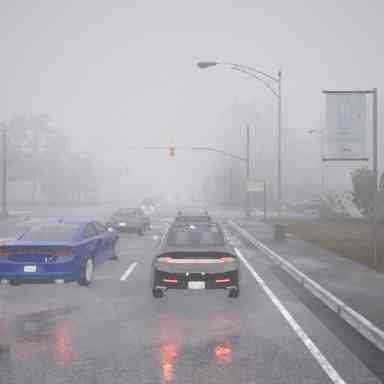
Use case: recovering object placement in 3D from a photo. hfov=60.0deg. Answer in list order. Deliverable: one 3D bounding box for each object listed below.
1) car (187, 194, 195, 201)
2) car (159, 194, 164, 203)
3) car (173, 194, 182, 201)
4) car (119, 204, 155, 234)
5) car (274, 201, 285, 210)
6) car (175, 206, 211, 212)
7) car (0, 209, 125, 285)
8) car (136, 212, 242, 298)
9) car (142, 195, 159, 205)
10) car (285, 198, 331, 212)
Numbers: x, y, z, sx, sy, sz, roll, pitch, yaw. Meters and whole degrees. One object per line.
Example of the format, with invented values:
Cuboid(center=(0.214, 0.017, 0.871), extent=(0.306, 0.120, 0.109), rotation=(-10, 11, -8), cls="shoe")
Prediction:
Cuboid(center=(-0.302, 1.518, 85.713), extent=(2.128, 1.511, 4.902), rotation=(0, 0, 0), cls="car")
Cuboid(center=(-7.261, 1.505, 65.991), extent=(1.837, 1.490, 4.892), rotation=(0, 0, 0), cls="car")
Cuboid(center=(-3.800, 1.471, 85.318), extent=(1.882, 1.535, 5.008), rotation=(0, 0, 0), cls="car")
Cuboid(center=(-3.463, 1.564, 18.504), extent=(1.994, 1.385, 4.181), rotation=(0, 0, 0), cls="car")
Cuboid(center=(12.852, 1.491, 41.701), extent=(4.902, 1.511, 2.128), rotation=(0, 0, 3), cls="car")
Cuboid(center=(0.038, 1.478, 18.004), extent=(1.882, 1.535, 5.008), rotation=(0, 0, 0), cls="car")
Cuboid(center=(-3.432, 1.478, 9.513), extent=(1.882, 1.535, 5.008), rotation=(0, 0, 0), cls="car")
Cuboid(center=(0.073, 1.492, 8.508), extent=(2.128, 1.511, 4.902), rotation=(0, 0, 0), cls="car")
Cuboid(center=(-7.278, 1.505, 56.623), extent=(1.837, 1.490, 4.892), rotation=(0, 0, 0), cls="car")
Cuboid(center=(13.570, 1.526, 38.143), extent=(4.674, 1.442, 1.812), rotation=(0, 0, 3), cls="car")
